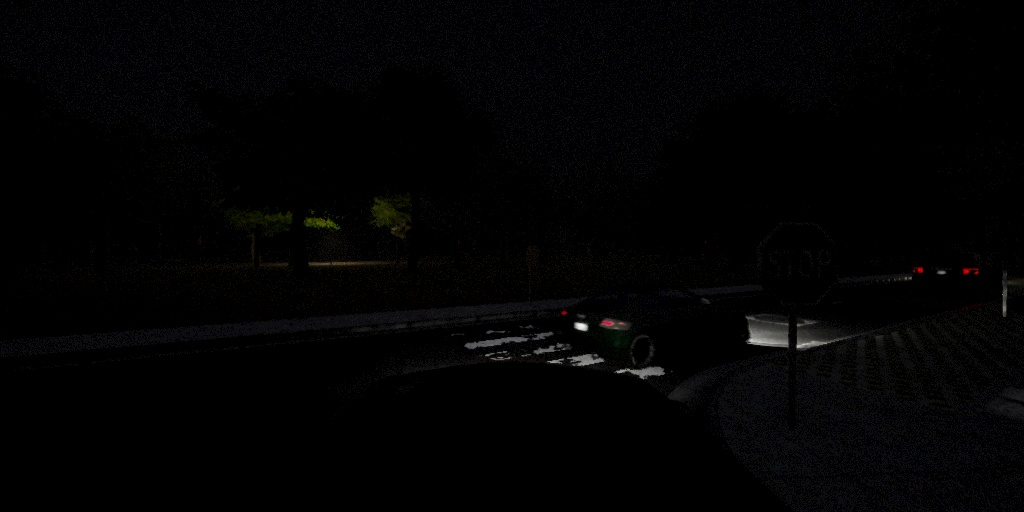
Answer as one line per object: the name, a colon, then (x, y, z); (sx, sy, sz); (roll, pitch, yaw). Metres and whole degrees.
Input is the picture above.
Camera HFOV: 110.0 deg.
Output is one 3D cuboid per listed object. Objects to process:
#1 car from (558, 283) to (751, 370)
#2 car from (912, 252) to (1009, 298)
car: (3.058, 1.280, 7.634); (4.181, 1.385, 1.994); (0, 0, -28)
car: (21.763, 0.819, 17.418); (5.566, 2.045, 2.150); (0, 0, -28)
